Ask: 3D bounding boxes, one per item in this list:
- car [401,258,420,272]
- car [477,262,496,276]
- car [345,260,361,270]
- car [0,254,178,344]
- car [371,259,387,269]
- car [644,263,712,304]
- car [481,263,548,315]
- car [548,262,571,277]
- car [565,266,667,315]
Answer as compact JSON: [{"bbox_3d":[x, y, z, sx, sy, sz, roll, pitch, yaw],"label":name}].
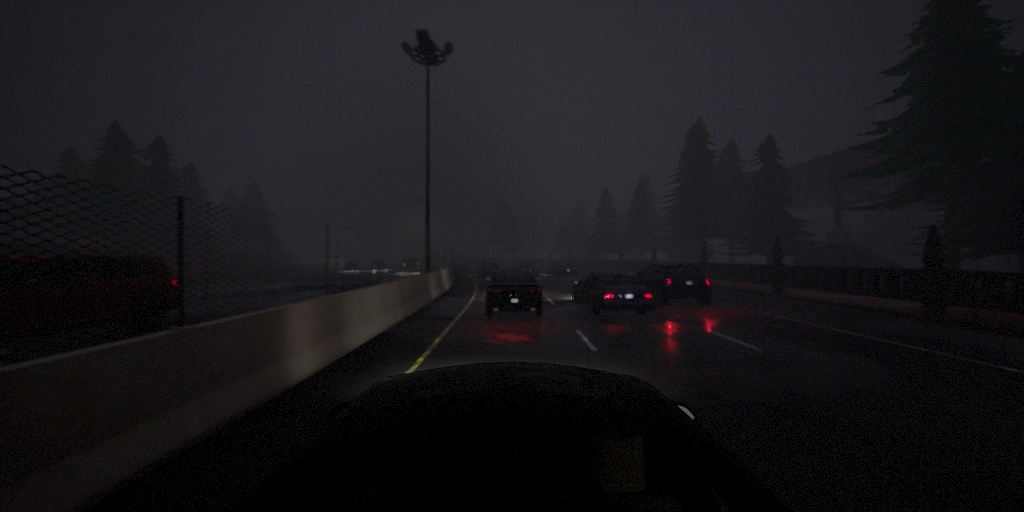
[{"bbox_3d":[-12.804,1.049,45.059,2.097,1.767,4.553,0,0,-20],"label":"car"},{"bbox_3d":[-2.190,1.258,33.918,2.033,1.411,5.357,0,0,-12],"label":"car"},{"bbox_3d":[-22.322,1.241,50.262,2.033,1.411,5.357,0,0,-24],"label":"car"},{"bbox_3d":[-10.594,0.964,7.936,2.150,2.045,5.566,0,0,0],"label":"car"},{"bbox_3d":[-19.893,1.237,53.413,1.837,1.490,4.892,0,0,-26],"label":"car"},{"bbox_3d":[6.919,1.083,16.284,2.097,1.767,4.553,0,0,-2],"label":"car"},{"bbox_3d":[0.036,1.213,13.463,1.882,1.535,5.008,0,0,-1],"label":"car"},{"bbox_3d":[4.759,1.274,34.479,1.994,1.385,4.181,0,0,-11],"label":"car"},{"bbox_3d":[3.549,1.283,13.505,2.033,1.411,5.357,0,0,-1],"label":"car"}]
